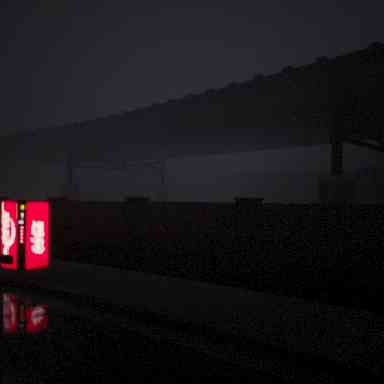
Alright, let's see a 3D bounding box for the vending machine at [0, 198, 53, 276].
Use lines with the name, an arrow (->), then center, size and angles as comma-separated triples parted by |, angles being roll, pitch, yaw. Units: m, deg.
vending machine -> -4.841, 1.236, 9.702 | 0.880, 2.100, 1.100 | 0, -1, 30
